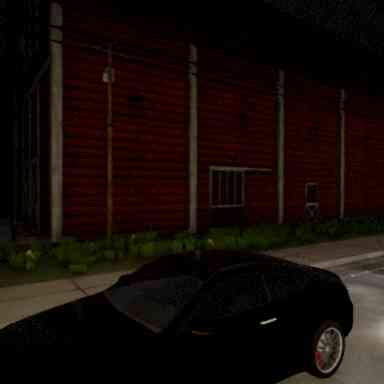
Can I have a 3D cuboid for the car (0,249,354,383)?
[{"bbox_3d":[0.072,1.494,3.974,4.674,1.442,1.812,0,1,-34],"label":"car"}]
